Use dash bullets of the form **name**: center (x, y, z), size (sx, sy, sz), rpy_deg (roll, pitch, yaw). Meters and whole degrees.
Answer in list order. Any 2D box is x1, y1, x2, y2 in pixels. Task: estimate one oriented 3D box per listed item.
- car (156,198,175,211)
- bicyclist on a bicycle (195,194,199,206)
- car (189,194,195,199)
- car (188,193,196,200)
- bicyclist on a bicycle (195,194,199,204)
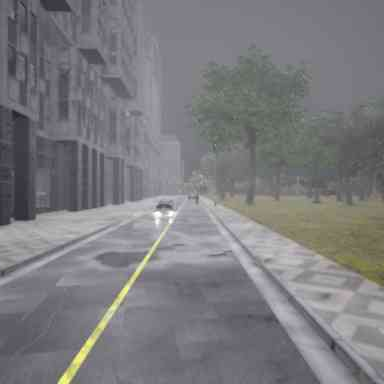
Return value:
- **car**: center (-3.069, 1.428, 38.595), size (1.895, 1.301, 4.718), rpy_deg (0, 0, 0)
- **bicyclist on a bicycle**: center (0.847, 1.243, 49.733), size (0.582, 1.620, 1.656), rpy_deg (0, 0, 0)
- **car**: center (0.040, 1.174, 93.709), size (1.812, 1.442, 4.674), rpy_deg (0, 0, 0)
- **car**: center (0.035, 1.053, 81.141), size (2.097, 1.767, 4.553), rpy_deg (0, 0, 0)
- **bicyclist on a bicycle**: center (0.851, 1.215, 58.730), size (0.582, 1.620, 1.656), rpy_deg (0, 0, 0)
